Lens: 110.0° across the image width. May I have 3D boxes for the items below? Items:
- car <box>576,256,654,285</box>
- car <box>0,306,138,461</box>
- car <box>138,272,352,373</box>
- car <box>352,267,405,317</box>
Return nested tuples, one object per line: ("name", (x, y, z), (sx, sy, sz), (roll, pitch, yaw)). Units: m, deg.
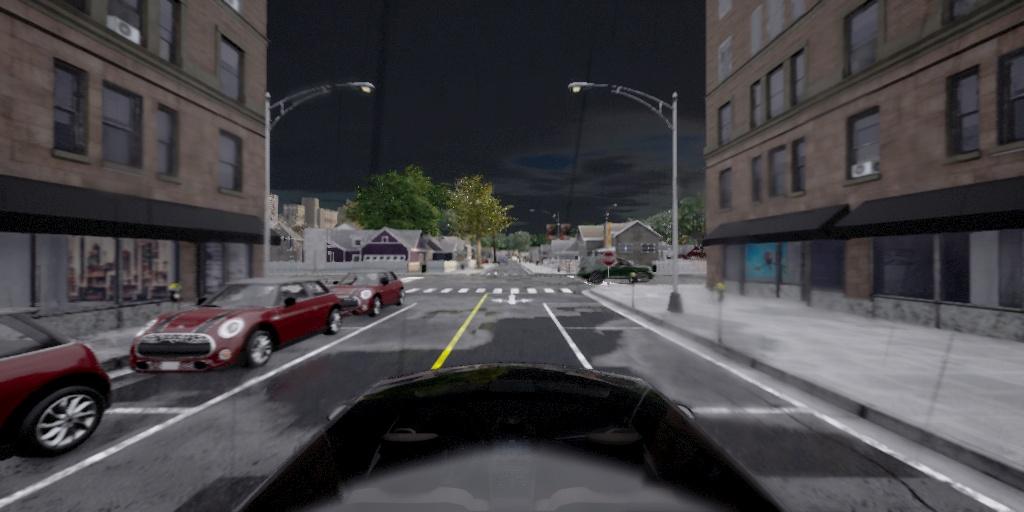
("car", (7.658, 1.051, 26.884), (5.566, 2.045, 2.150), (0, 0, 0))
("car", (-5.392, 1.191, 2.145), (1.967, 1.591, 4.097), (0, 0, 0))
("car", (-5.390, 1.213, 7.648), (1.967, 1.591, 4.097), (0, 0, 0))
("car", (-5.387, 1.234, 13.152), (1.967, 1.591, 4.097), (0, 0, 0))
